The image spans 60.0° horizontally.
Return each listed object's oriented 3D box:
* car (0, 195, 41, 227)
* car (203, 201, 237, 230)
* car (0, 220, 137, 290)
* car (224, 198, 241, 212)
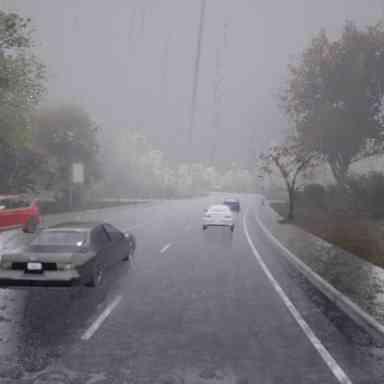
[{"bbox_3d":[-9.595,1.186,16.007,2.150,2.045,5.566,0,0,6],"label":"car"},{"bbox_3d":[1.743,1.527,20.997,1.812,1.442,4.674,0,0,7],"label":"car"},{"bbox_3d":[-2.991,1.536,9.182,2.033,1.411,5.357,0,0,4],"label":"car"},{"bbox_3d":[4.565,1.456,38.318,1.882,1.535,5.008,0,0,10],"label":"car"}]
